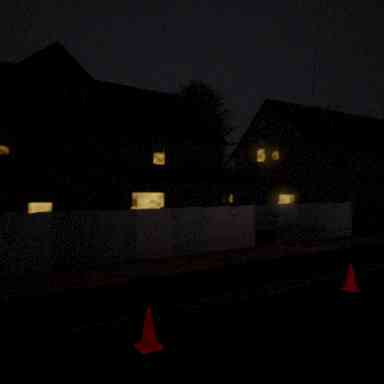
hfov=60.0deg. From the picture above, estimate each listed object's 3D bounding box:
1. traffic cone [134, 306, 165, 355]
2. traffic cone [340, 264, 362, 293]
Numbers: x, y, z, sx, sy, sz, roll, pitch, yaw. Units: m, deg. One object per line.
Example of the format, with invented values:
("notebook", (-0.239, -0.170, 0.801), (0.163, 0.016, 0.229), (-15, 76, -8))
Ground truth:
("traffic cone", (-0.615, 1.945, 4.795), (0.340, 0.580, 0.340), (0, 0, -34))
("traffic cone", (3.626, 1.938, 7.590), (0.340, 0.580, 0.340), (0, 0, -33))
